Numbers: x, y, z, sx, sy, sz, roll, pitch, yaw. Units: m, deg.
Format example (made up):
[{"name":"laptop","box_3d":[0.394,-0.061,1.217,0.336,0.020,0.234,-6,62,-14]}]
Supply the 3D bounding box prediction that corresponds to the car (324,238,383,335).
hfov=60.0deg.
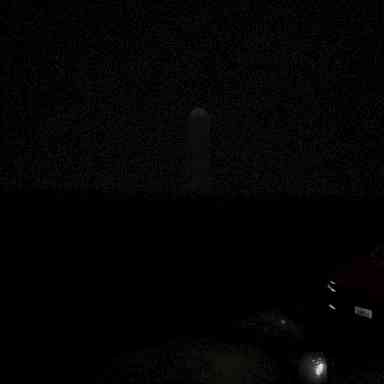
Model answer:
[{"name":"car","box_3d":[4.527,1.475,6.298,5.008,1.535,1.882,0,0,-35]}]
